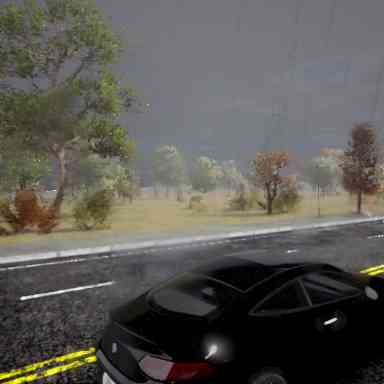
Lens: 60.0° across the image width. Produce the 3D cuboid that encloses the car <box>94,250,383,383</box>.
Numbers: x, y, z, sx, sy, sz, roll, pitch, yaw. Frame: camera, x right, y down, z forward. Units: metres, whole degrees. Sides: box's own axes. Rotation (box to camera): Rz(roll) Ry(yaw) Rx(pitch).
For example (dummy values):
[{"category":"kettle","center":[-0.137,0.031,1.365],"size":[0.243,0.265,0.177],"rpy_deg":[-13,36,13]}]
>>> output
[{"category":"car","center":[1.142,1.507,4.288],"size":[4.674,1.442,1.812],"rpy_deg":[0,0,-36]}]
